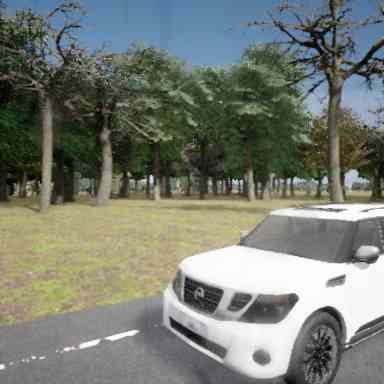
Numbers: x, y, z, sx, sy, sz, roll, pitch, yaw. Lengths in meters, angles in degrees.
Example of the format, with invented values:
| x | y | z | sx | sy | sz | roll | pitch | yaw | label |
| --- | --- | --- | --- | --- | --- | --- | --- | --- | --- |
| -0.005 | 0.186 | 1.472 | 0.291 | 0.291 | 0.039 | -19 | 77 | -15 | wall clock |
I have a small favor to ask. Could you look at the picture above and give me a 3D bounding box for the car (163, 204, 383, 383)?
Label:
| x | y | z | sx | sy | sz | roll | pitch | yaw | label |
| --- | --- | --- | --- | --- | --- | --- | --- | --- | --- |
| 2.254 | 1.255 | 5.596 | 5.566 | 2.045 | 2.150 | 0 | 0 | -35 | car |
